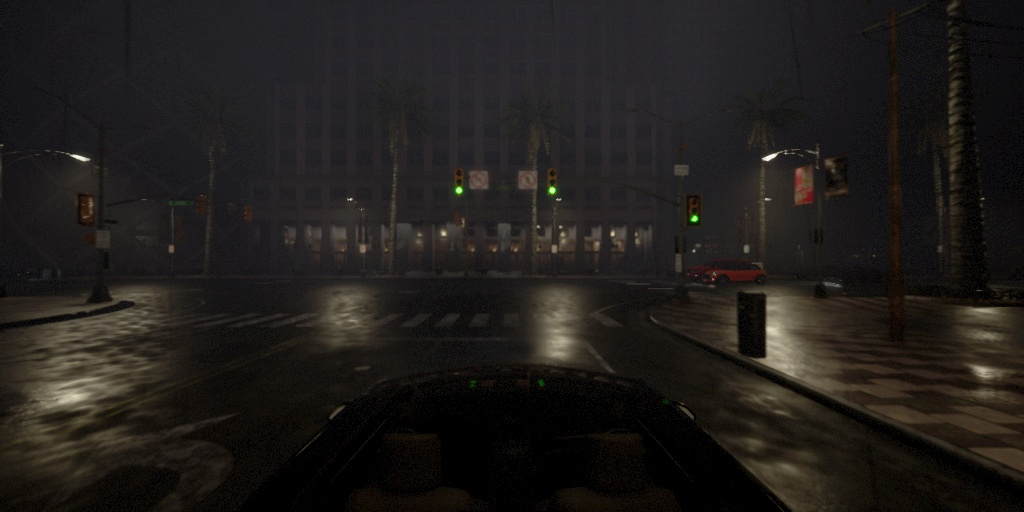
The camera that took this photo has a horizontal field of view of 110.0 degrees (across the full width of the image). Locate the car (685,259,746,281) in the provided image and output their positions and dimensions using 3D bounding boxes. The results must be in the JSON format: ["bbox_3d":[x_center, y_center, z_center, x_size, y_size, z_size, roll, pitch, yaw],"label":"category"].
[{"bbox_3d":[18.738,1.300,32.503,5.566,2.045,2.150,0,-1,0],"label":"car"}]

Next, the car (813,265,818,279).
[{"bbox_3d":[31.023,1.626,32.471,5.357,1.411,2.033,0,-1,-1],"label":"car"}]

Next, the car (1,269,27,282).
[{"bbox_3d":[-47.834,1.545,32.025,5.357,1.411,2.033,0,5,-36],"label":"car"}]

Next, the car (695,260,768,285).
[{"bbox_3d":[17.870,1.393,29.004,4.553,1.767,2.097,0,-1,0],"label":"car"}]

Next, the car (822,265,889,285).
[{"bbox_3d":[27.857,1.604,28.973,4.181,1.385,1.994,0,-1,0],"label":"car"}]
